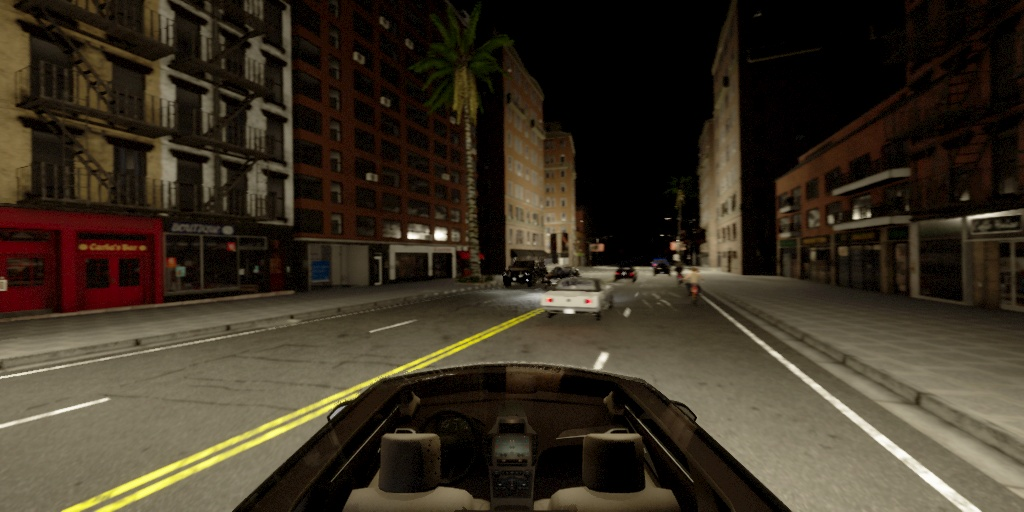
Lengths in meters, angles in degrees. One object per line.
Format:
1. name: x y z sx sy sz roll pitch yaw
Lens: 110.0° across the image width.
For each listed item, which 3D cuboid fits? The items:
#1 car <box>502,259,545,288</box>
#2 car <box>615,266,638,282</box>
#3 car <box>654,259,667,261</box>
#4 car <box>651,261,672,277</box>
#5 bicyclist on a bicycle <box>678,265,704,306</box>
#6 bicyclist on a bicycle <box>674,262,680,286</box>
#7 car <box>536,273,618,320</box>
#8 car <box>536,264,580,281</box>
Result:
1. car: 1.172 1.287 27.739 2.150 2.045 5.566 -1 -1 22
2. car: 10.474 1.590 32.937 2.033 1.411 5.357 -1 -1 22
3. car: 21.274 1.424 51.445 2.150 2.045 5.566 -1 -1 22
4. car: 17.472 1.606 41.806 1.837 1.490 4.892 -1 -1 22
5. bicyclist on a bicycle: 7.695 1.268 15.186 0.866 1.612 1.509 -1 -1 22
6. bicyclist on a bicycle: 11.684 1.291 25.087 0.659 1.776 1.843 -1 -1 22
7. car: 2.626 1.463 13.336 1.895 1.301 4.718 -1 -1 22
8. car: 3.588 1.495 25.023 2.128 1.511 4.902 -1 -1 22
